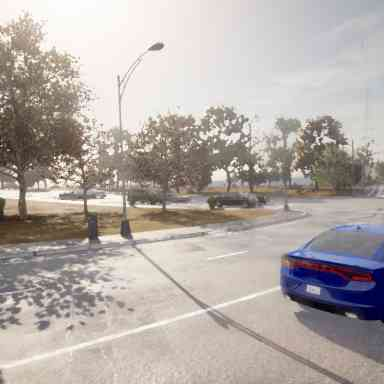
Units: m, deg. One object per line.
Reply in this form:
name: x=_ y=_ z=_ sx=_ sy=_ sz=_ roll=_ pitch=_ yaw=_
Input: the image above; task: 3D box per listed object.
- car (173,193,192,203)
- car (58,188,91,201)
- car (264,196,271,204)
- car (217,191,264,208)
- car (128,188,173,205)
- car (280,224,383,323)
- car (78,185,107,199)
car: x=-2.392 y=0.772 z=44.168 sx=4.718 sy=1.301 sz=1.895 roll=1 pitch=3 yaw=33
car: x=-17.983 y=0.537 z=50.282 sx=4.718 sy=1.301 sz=1.895 roll=2 pitch=4 yaw=34
car: x=6.569 y=0.799 z=38.265 sx=4.718 sy=1.301 sz=1.895 roll=0 pitch=2 yaw=33
car: x=4.795 y=0.711 z=35.223 sx=4.553 sy=1.767 sz=2.097 roll=0 pitch=2 yaw=33
car: x=-5.646 y=0.534 z=42.106 sx=5.566 sy=2.045 sz=2.150 roll=1 pitch=3 yaw=33
car: x=3.919 y=1.424 z=7.047 sx=5.008 sy=1.535 sz=1.882 roll=-1 pitch=1 yaw=-39
car: x=-16.080 y=-0.005 z=53.195 sx=5.566 sy=2.045 sz=2.150 roll=2 pitch=4 yaw=34
